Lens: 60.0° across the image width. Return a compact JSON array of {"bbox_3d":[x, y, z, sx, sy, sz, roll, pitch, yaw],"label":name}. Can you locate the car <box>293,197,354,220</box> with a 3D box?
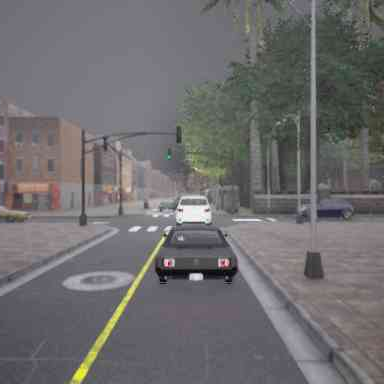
[{"bbox_3d":[10.731,1.331,27.367,4.553,1.767,2.097,0,0,-1],"label":"car"}]

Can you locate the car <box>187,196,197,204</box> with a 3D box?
[{"bbox_3d":[0.015,1.572,69.384,2.128,1.511,4.902,0,0,0],"label":"car"}]

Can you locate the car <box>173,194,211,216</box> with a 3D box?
[{"bbox_3d":[0.109,1.232,22.316,2.150,2.045,5.566,0,0,0],"label":"car"}]

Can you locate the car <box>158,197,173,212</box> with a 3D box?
[{"bbox_3d":[-2.838,1.548,39.515,1.812,1.442,4.674,0,0,0],"label":"car"}]

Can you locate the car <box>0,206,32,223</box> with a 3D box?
[{"bbox_3d":[-14.435,1.562,24.622,4.829,1.417,1.752,0,0,0],"label":"car"}]

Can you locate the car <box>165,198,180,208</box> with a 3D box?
[{"bbox_3d":[-2.831,1.631,48.692,1.895,1.301,4.718,0,0,0],"label":"car"}]

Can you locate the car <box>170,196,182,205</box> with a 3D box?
[{"bbox_3d":[-2.793,1.516,58.804,1.882,1.535,5.008,0,0,1],"label":"car"}]

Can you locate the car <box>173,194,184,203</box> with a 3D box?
[{"bbox_3d":[-2.735,1.388,68.939,2.097,1.767,4.553,0,0,0],"label":"car"}]

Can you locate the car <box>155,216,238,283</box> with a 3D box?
[{"bbox_3d":[0.100,1.602,9.634,1.895,1.301,4.718,0,0,0],"label":"car"}]
